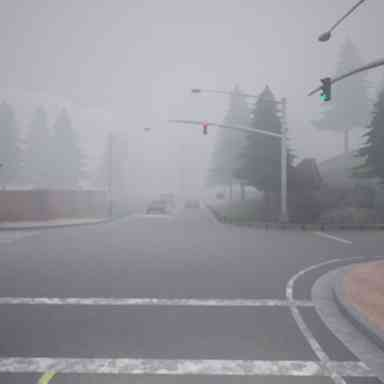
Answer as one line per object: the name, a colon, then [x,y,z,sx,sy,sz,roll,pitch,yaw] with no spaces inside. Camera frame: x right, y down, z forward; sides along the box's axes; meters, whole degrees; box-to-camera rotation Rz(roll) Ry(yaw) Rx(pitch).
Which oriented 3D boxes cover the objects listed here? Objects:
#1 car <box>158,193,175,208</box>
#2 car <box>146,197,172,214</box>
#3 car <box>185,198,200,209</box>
car: [-3.639,1.175,48.104,2.150,2.045,5.566,0,0,0]
car: [-3.641,1.512,35.254,2.033,1.411,5.357,0,0,0]
car: [0.018,1.518,44.943,1.994,1.385,4.181,0,0,0]
